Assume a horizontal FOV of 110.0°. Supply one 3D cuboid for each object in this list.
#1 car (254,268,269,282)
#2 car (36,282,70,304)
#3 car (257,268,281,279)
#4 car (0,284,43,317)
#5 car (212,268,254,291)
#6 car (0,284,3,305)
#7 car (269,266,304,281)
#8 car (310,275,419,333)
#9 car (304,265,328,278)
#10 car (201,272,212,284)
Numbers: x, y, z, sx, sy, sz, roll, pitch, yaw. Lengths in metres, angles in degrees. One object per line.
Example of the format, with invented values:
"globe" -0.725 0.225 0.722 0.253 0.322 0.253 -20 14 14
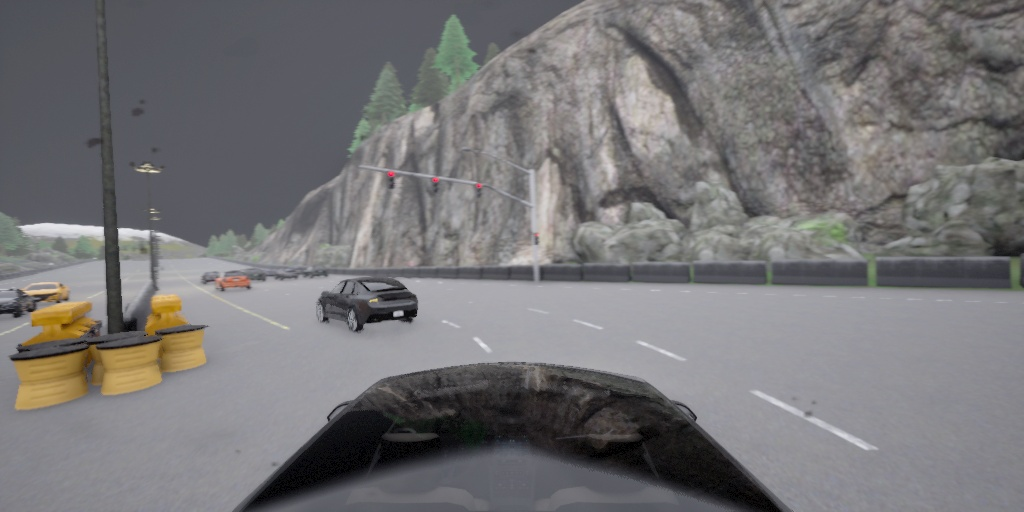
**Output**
"car" -31.793 2.300 43.916 2.097 1.767 4.553 -3 1 -44
"car" -34.045 2.689 26.133 1.882 1.535 5.008 -3 1 -45
"car" -36.326 2.541 53.530 2.033 1.411 5.357 -3 1 -44
"car" -26.948 2.487 18.881 1.812 1.442 4.674 -3 0 -44
"car" -25.402 2.157 32.562 2.097 1.767 4.553 -3 0 -44
"car" -37.198 2.846 24.340 2.128 1.511 4.902 -3 1 -44
"car" -29.026 2.311 46.098 2.128 1.511 4.902 -3 1 -44
"car" -4.941 1.484 11.961 1.837 1.490 4.892 0 -2 -45
"car" -26.806 2.057 48.822 2.097 1.767 4.553 -3 1 -44
"car" -37.284 2.693 44.586 2.033 1.411 5.357 -3 1 -44
